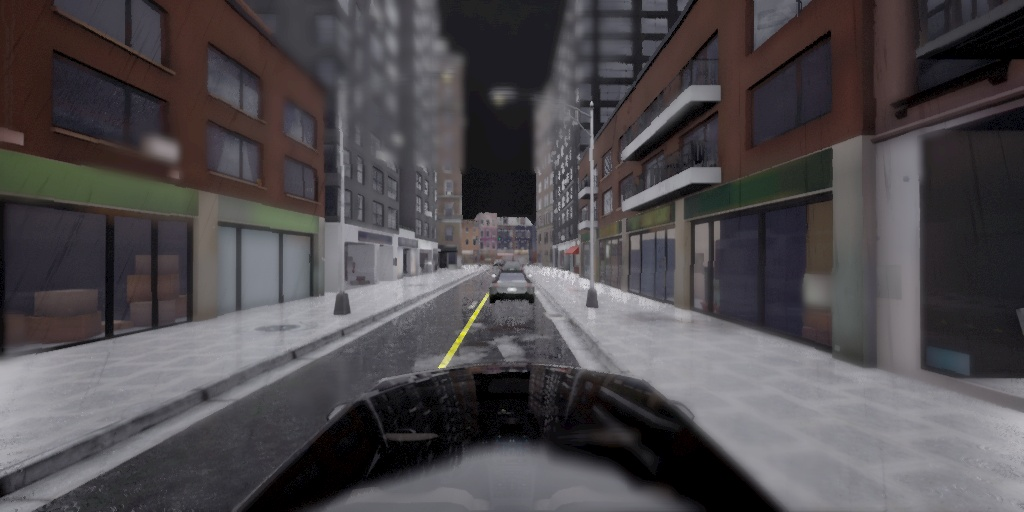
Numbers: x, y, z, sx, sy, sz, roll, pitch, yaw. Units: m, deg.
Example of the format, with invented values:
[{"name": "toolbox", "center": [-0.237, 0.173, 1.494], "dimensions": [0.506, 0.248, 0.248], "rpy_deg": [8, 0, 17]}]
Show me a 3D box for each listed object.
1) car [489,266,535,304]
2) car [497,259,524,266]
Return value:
[{"name": "car", "center": [0.000, 1.325, 16.500], "dimensions": [1.994, 1.385, 4.181], "rpy_deg": [0, 0, 0]}, {"name": "car", "center": [0.000, 1.126, 31.471], "dimensions": [2.097, 1.767, 4.553], "rpy_deg": [0, 0, 0]}]
